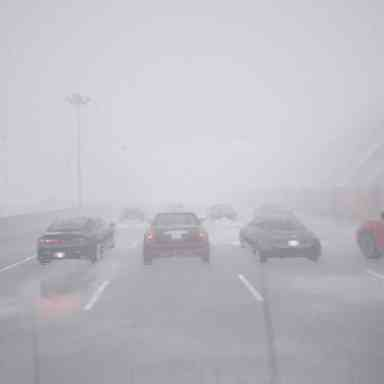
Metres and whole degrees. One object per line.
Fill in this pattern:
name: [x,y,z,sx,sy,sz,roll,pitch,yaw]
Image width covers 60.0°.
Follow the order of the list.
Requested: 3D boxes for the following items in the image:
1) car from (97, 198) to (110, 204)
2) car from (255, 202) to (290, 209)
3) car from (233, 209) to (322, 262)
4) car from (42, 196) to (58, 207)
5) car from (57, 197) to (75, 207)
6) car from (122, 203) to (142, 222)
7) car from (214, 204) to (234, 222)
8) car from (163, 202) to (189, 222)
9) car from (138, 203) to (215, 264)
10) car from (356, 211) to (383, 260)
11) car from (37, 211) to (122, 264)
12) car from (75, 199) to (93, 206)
car: [-18.254,1.995,68.734,1.837,1.490,4.892,-1,0,-4]
car: [5.815,1.452,23.983,2.033,1.411,5.357,-1,0,-2]
car: [2.948,1.513,11.942,1.994,1.385,4.181,-1,0,-3]
car: [-28.727,1.963,67.935,2.150,2.045,5.566,-1,0,-4]
car: [-25.232,2.182,68.221,2.128,1.511,4.902,-1,0,-4]
car: [-4.877,1.687,28.195,1.812,1.442,4.674,-1,0,-3]
car: [2.224,1.593,26.112,1.895,1.301,4.718,-1,0,-2]
car: [-1.361,1.643,27.964,1.994,1.385,4.181,-1,0,-3]
car: [-0.572,1.385,12.231,2.097,1.767,4.553,-1,0,-3]
car: [6.594,1.080,8.688,2.150,2.045,5.566,-1,0,-3]
car: [-4.080,1.623,12.401,1.837,1.490,4.892,-1,0,-3]
car: [-21.743,2.101,68.477,2.128,1.511,4.902,-1,0,-4]
